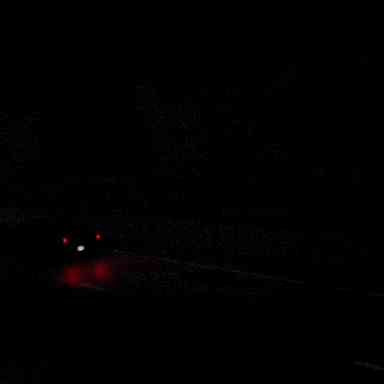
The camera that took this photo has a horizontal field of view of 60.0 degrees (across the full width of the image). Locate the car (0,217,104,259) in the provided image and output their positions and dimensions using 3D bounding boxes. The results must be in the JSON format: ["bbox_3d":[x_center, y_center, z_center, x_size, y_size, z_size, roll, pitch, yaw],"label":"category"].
[{"bbox_3d":[-5.564,1.622,12.731,4.718,1.301,1.895,0,0,37],"label":"car"}]
